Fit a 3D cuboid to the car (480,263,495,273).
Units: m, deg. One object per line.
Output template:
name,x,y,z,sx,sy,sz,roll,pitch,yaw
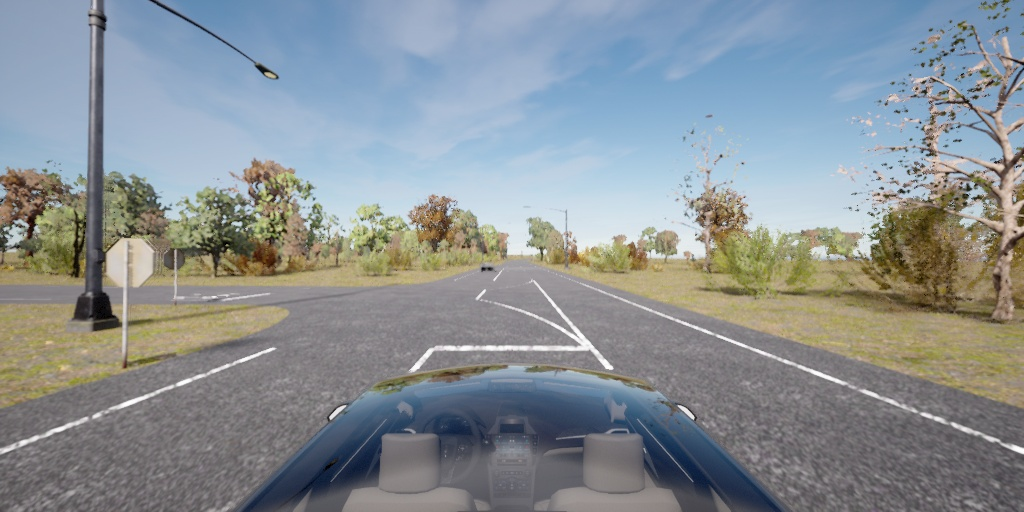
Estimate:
car,-3.330,1.626,49.562,1.895,1.301,4.718,0,0,0
